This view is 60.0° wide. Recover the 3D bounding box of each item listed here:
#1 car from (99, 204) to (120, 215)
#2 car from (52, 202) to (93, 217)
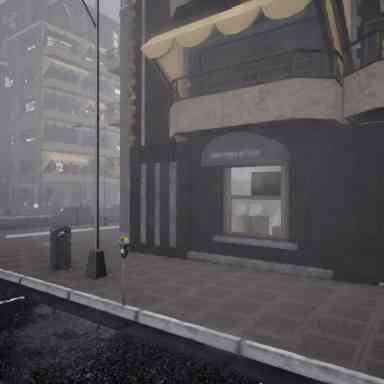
[{"bbox_3d":[-9.403,2.063,39.864,1.802,1.307,4.206,-1,-1,35],"label":"car"},{"bbox_3d":[-12.685,1.821,35.240,1.967,1.590,4.097,-1,-1,35],"label":"car"}]
